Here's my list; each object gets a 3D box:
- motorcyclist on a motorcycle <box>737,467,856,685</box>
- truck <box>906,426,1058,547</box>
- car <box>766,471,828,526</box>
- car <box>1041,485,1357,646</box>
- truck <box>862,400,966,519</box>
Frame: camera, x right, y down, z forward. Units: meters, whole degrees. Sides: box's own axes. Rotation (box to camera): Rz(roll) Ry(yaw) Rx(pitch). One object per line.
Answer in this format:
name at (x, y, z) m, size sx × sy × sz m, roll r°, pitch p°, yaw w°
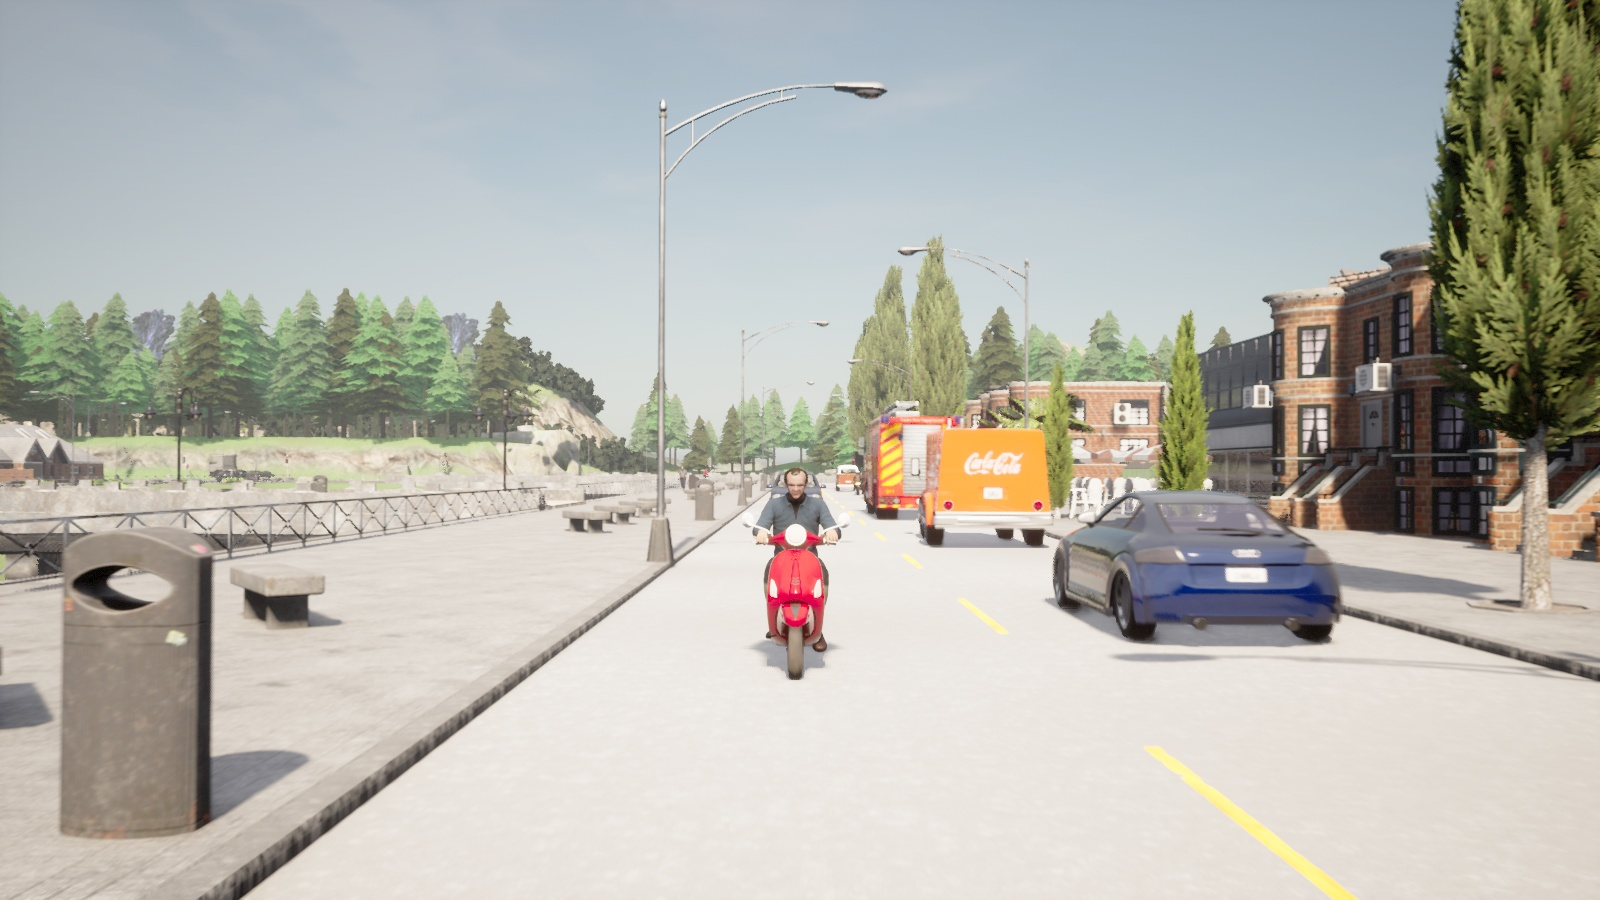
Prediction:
motorcyclist on a motorcycle at (-0.026, 0.937, 10.099) m, size 0.866 × 1.590 × 1.817 m, roll 0°, pitch -1°, yaw 0°
truck at (3.924, 0.784, 28.176) m, size 2.627 × 2.467 × 5.204 m, roll 0°, pitch -1°, yaw 0°
car at (-0.098, 1.429, 37.940) m, size 1.789 × 1.549 × 3.705 m, roll 0°, pitch -1°, yaw 0°
car at (3.965, 1.085, 13.310) m, size 1.994 × 1.385 × 4.181 m, roll 0°, pitch -1°, yaw 0°
truck at (3.879, 0.380, 44.560) m, size 2.891 × 3.827 × 8.468 m, roll 0°, pitch -1°, yaw 0°
